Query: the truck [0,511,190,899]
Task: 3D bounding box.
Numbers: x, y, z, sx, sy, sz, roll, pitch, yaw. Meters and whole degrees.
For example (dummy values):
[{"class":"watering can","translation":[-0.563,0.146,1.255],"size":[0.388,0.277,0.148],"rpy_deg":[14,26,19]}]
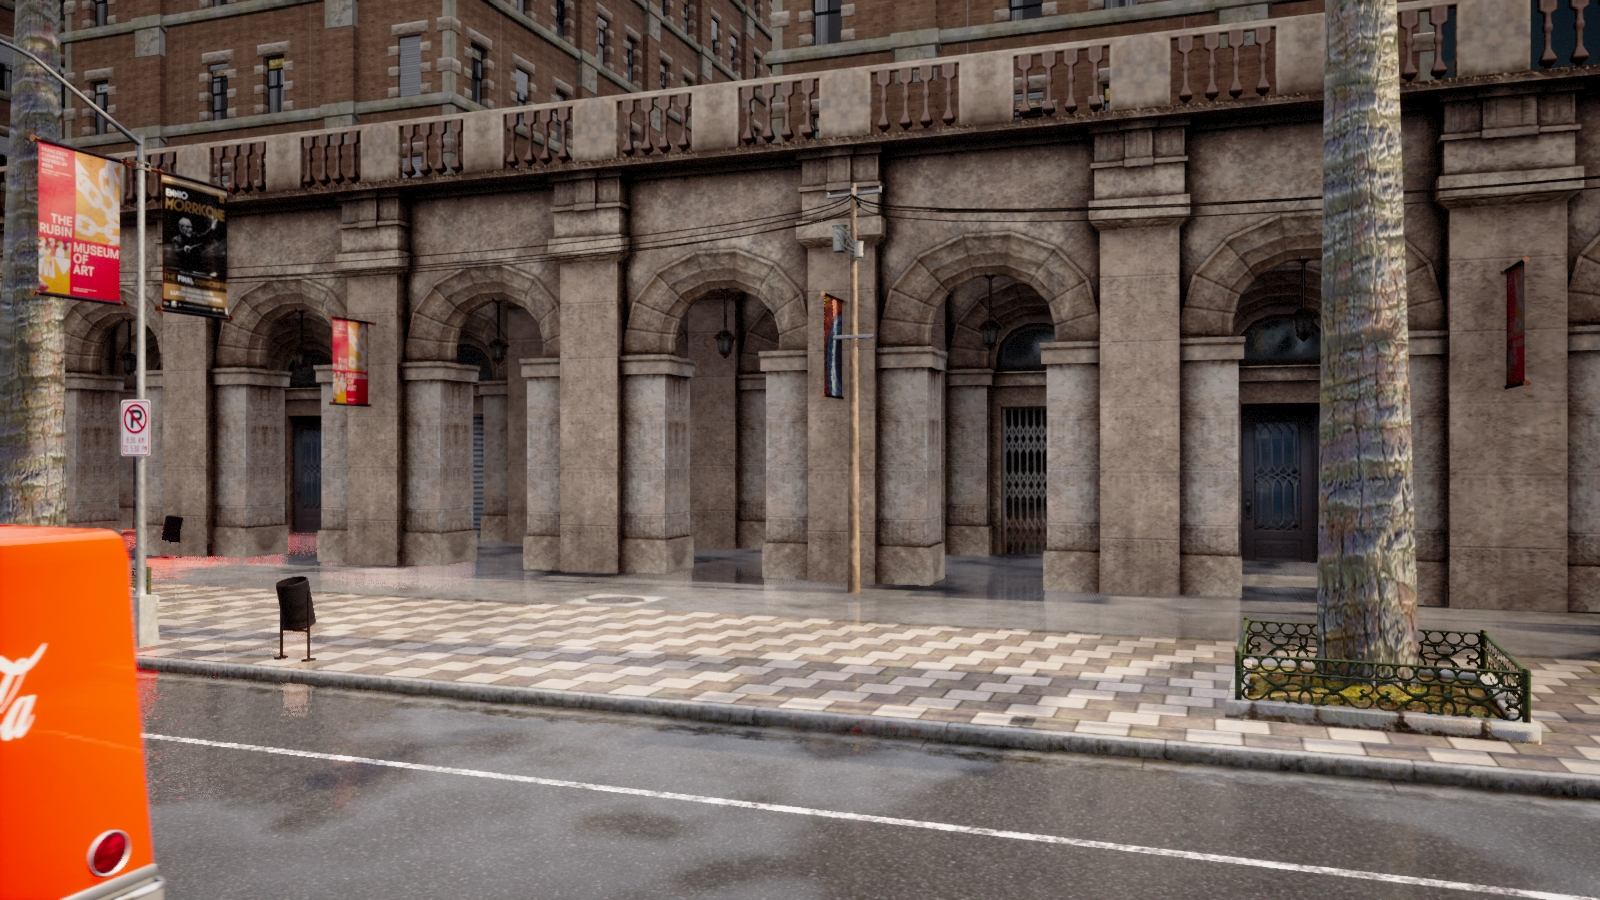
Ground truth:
[{"class":"truck","translation":[-6.007,1.571,5.485],"size":[5.204,2.467,2.627],"rpy_deg":[0,0,20]}]
